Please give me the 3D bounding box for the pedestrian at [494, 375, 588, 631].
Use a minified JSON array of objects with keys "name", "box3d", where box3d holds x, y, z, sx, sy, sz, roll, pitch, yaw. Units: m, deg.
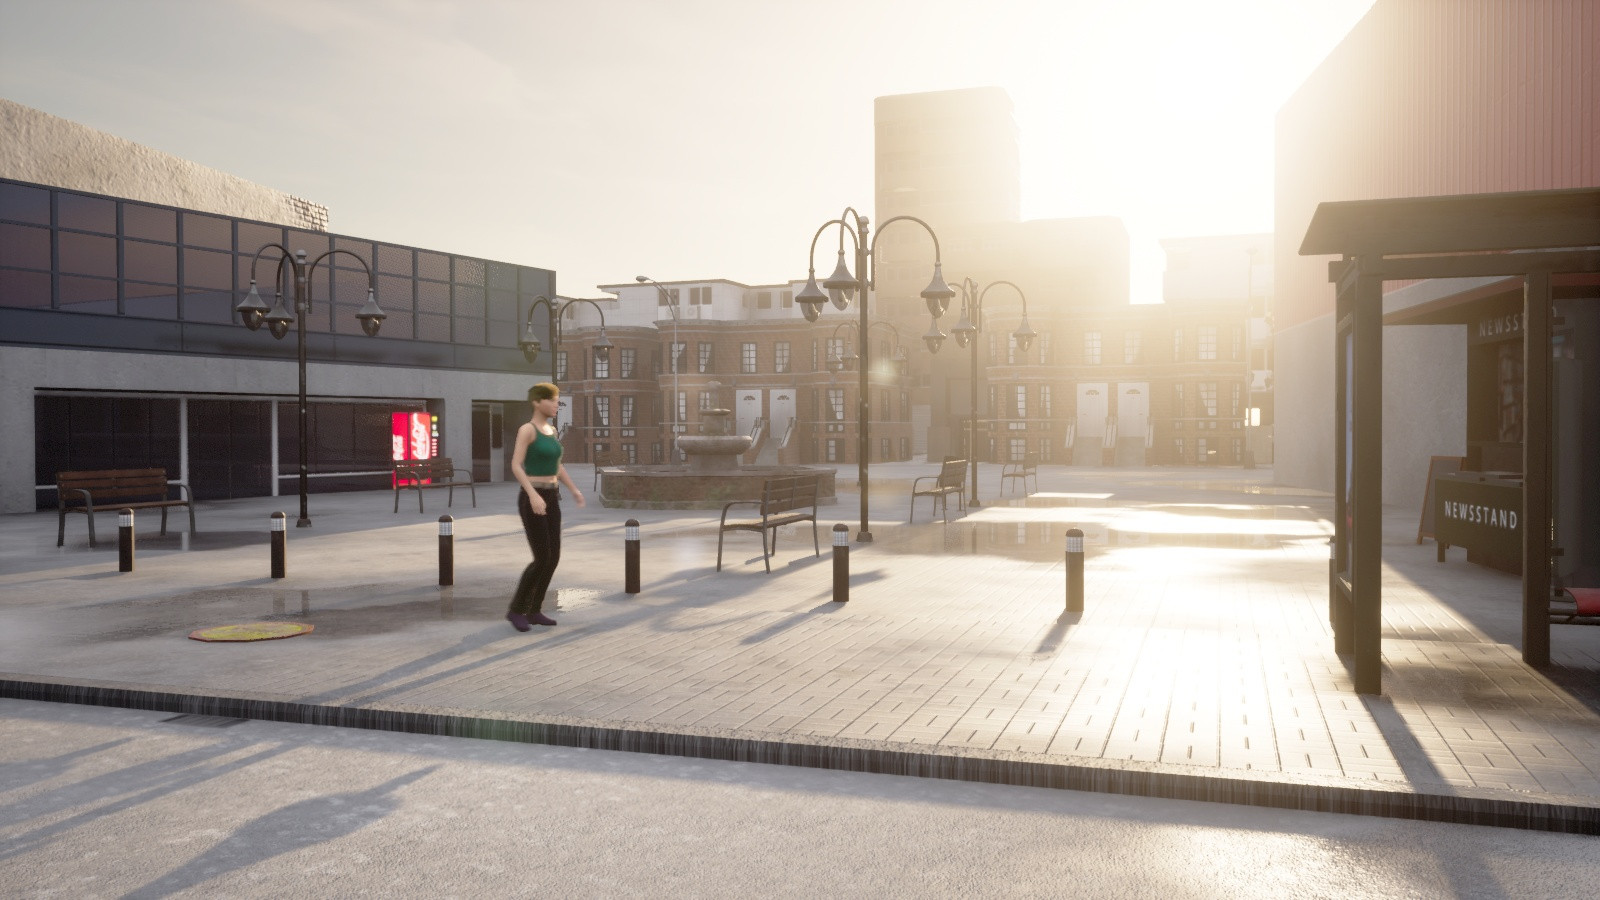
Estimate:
[{"name":"pedestrian","box3d":[-1.913,0.374,9.277,0.594,1.836,0.345,1,1,23]}]
